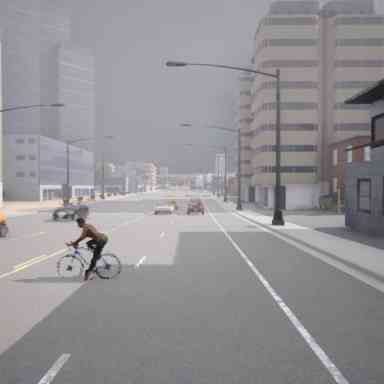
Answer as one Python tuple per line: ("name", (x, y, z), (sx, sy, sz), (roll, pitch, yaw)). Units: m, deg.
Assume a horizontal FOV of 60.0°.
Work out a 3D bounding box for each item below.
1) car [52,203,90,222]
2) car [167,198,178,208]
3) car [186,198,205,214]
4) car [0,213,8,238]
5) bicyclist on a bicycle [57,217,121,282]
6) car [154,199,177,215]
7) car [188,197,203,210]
("car", (-10.314, 1.677, 28.702), (2.128, 1.511, 4.902), (0, -1, 1))
("car", (-3.015, 1.613, 47.646), (1.882, 1.535, 5.008), (0, 1, 1))
("car", (0.428, 1.743, 37.936), (1.812, 1.442, 4.674), (0, 0, 1))
("car", (-10.469, 1.408, 15.089), (2.097, 1.767, 4.553), (0, 0, 1))
("bicyclist on a bicycle", (-2.648, 1.465, 8.483), (1.656, 1.620, 0.582), (-2, 0, 1))
("car", (-3.083, 1.819, 37.590), (1.895, 1.301, 4.718), (0, 0, 1))
("car", (0.494, 1.620, 48.151), (2.128, 1.511, 4.902), (0, 1, 1))
